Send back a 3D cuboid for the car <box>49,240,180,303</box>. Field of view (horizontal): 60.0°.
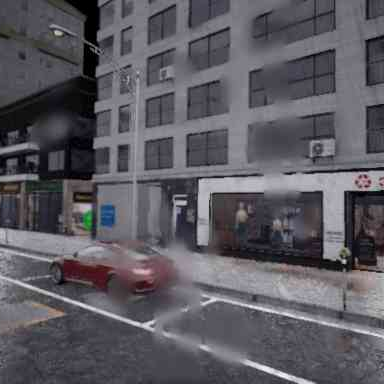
[{"bbox_3d":[-2.202,1.962,9.054,4.206,1.307,1.802,-1,-3,39],"label":"car"}]
